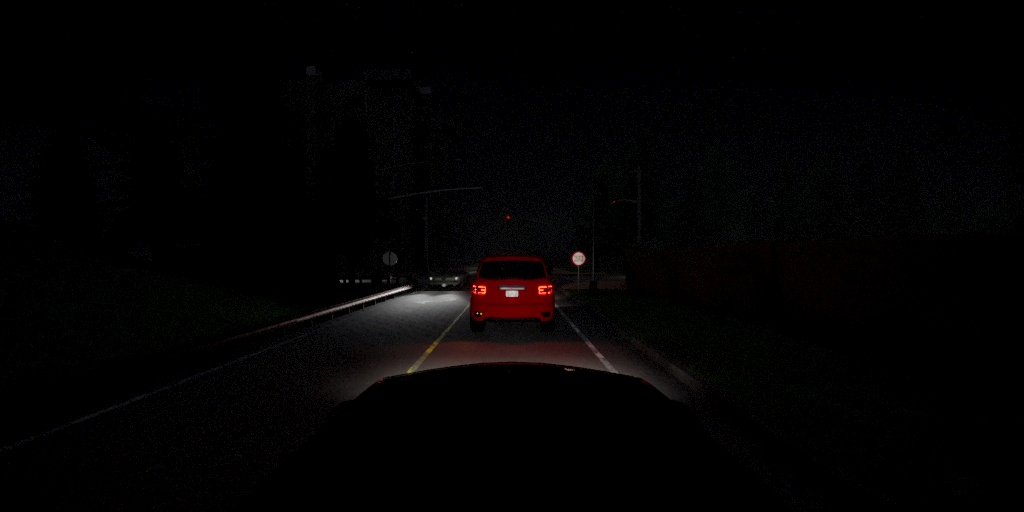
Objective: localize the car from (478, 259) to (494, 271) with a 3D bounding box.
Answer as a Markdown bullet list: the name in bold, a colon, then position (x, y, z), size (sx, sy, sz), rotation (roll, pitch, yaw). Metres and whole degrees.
- **car**: position (-3.550, 1.227, 50.077), size (1.882, 1.535, 5.008), rotation (0, 0, 0)

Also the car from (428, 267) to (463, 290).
- **car**: position (-3.875, 1.352, 22.463), size (1.895, 1.301, 4.718), rotation (0, 0, 0)

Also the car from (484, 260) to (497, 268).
- **car**: position (-3.528, 1.314, 60.002), size (1.994, 1.385, 4.181), rotation (0, 0, 0)

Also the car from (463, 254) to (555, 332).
- **car**: position (0.050, 0.971, 11.027), size (2.150, 2.045, 5.566), rotation (0, 0, 1)
